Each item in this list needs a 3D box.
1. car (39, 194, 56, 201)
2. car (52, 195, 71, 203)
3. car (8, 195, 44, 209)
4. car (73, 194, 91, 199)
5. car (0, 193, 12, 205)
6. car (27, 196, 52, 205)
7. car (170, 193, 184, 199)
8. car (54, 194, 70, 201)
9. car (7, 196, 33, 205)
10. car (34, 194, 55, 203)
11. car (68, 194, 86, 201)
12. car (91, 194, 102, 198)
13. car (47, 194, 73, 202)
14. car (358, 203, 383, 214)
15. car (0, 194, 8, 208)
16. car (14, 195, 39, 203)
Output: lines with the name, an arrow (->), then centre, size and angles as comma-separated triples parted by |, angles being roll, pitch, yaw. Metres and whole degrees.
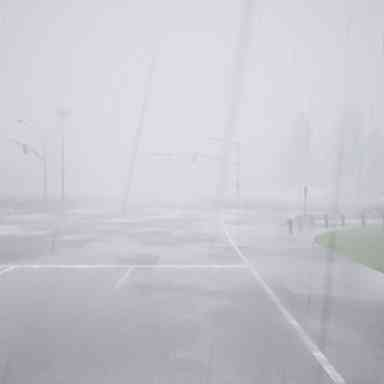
car -> -31.737, 1.178, 73.254 | 1.882, 1.535, 5.008 | 0, 0, -3
car -> -24.608, 1.310, 62.792 | 1.994, 1.385, 4.181 | 0, 0, 0
car -> -21.154, 1.361, 42.721 | 1.812, 1.442, 4.674 | 0, 0, 0
car -> -21.127, 1.103, 62.019 | 2.097, 1.767, 4.553 | 0, 0, 0
car -> -31.635, 1.136, 54.329 | 2.097, 1.767, 4.553 | 0, 0, 0
car -> -24.650, 1.386, 53.984 | 1.895, 1.301, 4.718 | 0, 0, 0
car -> -3.890, 0.959, 95.132 | 2.097, 1.767, 4.553 | 0, 0, -18
car -> -28.163, 1.257, 72.412 | 1.994, 1.385, 4.181 | 0, 0, -3
car -> -28.127, 1.346, 54.603 | 1.994, 1.385, 4.181 | 0, 0, 2
car -> -28.085, 1.248, 63.513 | 1.837, 1.490, 4.892 | 0, 0, 0
car -> -24.656, 1.247, 71.759 | 2.033, 1.411, 5.357 | 0, 0, 0
car -> -21.245, 1.176, 73.686 | 1.882, 1.535, 5.008 | 0, 0, -3
car -> -21.156, 1.295, 52.880 | 1.837, 1.490, 4.892 | 0, 0, 0
car -> 17.374, 1.386, 29.274 | 4.902, 1.511, 2.128 | 0, 0, 8
car -> -24.659, 1.376, 44.043 | 2.033, 1.411, 5.357 | 0, 0, 0
car -> -31.584, 1.282, 63.699 | 2.033, 1.411, 5.357 | 0, 0, 0
